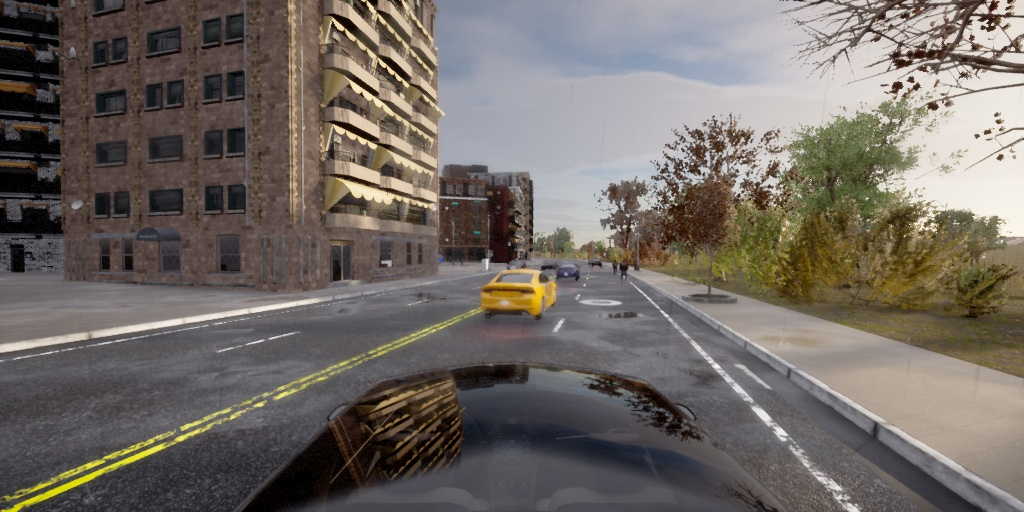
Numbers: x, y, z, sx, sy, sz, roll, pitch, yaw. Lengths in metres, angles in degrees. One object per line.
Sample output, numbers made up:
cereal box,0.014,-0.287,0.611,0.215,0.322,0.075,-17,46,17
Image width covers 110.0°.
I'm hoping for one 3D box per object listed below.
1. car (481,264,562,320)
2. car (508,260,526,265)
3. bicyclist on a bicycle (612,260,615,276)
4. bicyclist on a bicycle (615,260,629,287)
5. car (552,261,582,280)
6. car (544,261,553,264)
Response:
car,0.434,1.225,12.891,1.882,1.535,5.008,0,0,15
car,0.601,1.235,42.200,2.128,1.511,4.902,0,0,12
bicyclist on a bicycle,9.759,1.191,33.955,0.582,1.620,1.656,0,0,13
bicyclist on a bicycle,7.220,1.113,23.201,0.659,1.776,1.843,0,0,14
car,4.843,1.268,30.655,1.812,1.442,4.674,0,0,13
car,4.859,1.337,46.502,1.895,1.301,4.718,0,0,12
